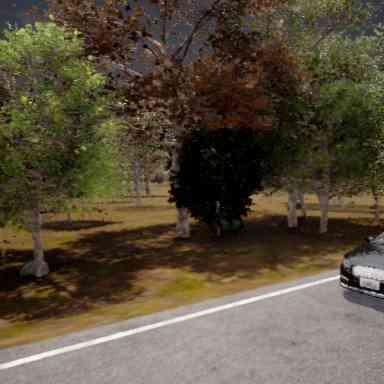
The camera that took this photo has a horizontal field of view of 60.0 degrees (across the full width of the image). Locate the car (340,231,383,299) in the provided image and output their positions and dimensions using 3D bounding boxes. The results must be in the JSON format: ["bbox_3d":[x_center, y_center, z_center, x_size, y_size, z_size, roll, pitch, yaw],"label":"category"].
[{"bbox_3d":[5.416,1.470,7.704,4.902,1.511,2.128,0,0,-34],"label":"car"}]
